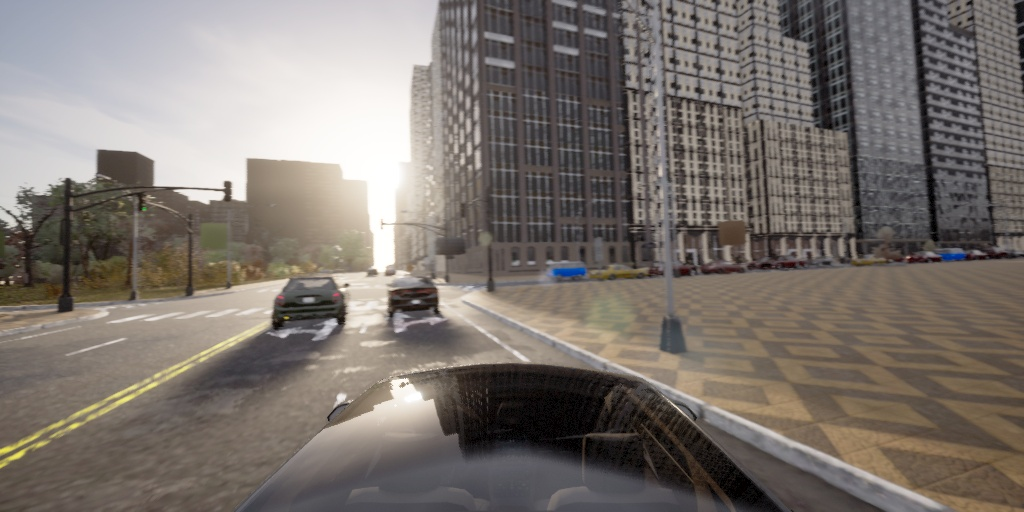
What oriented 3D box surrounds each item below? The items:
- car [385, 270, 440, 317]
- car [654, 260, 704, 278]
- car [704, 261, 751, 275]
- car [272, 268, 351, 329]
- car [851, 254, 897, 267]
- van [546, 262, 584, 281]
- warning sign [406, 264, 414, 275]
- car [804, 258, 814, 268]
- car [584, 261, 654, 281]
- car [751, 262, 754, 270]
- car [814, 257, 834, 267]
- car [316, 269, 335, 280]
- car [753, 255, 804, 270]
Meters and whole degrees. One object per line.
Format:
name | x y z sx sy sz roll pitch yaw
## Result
car | -4.217 1.529 15.079 1.882 1.535 5.008 -1 -1 -19
car | 13.509 1.042 30.037 4.097 1.591 1.967 0 0 -20
car | 18.749 1.057 31.965 4.207 1.307 1.802 0 0 -20
car | -7.177 1.448 13.233 2.097 1.767 4.553 -1 -1 -22
car | 39.872 0.495 39.719 4.829 1.417 1.751 0 0 -20
van | 5.405 1.484 35.598 3.998 1.789 1.690 0 0 -20
warning sign | -16.576 2.234 58.515 1.300 1.860 1.060 0 0 -19
car | 36.898 0.925 47.178 4.507 1.381 1.888 0 0 -20
car | 8.428 1.257 28.169 4.829 1.417 1.751 0 0 -20
car | 31.649 0.945 45.248 4.097 1.591 1.967 0 0 -20
car | 42.147 0.806 49.108 4.403 1.370 2.007 0 0 -20
car | -29.155 2.908 56.182 1.837 1.490 4.892 -1 -1 -19
car | 31.554 0.746 42.423 4.553 1.767 2.097 -1 -2 -20
